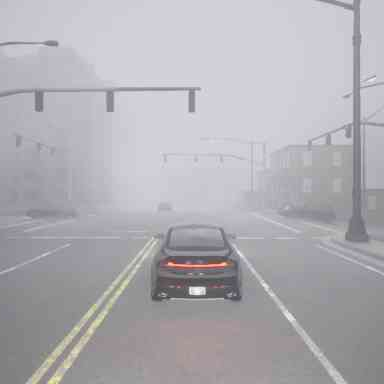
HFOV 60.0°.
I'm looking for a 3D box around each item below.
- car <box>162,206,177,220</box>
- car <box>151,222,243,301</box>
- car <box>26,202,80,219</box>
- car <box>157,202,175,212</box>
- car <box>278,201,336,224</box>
[{"bbox_3d":[-3.642,3.522,54.959,2.128,1.511,4.902,0,-12,0],"label":"car"},{"bbox_3d":[0.092,1.505,8.316,1.837,1.490,4.892,0,0,0],"label":"car"},{"bbox_3d":[-11.886,1.563,28.537,4.181,1.385,1.994,0,0,1],"label":"car"},{"bbox_3d":[-3.642,2.066,45.551,1.837,1.490,4.892,0,-5,0],"label":"car"},{"bbox_3d":[9.755,1.555,28.266,4.553,1.767,2.097,7,0,1],"label":"car"}]
